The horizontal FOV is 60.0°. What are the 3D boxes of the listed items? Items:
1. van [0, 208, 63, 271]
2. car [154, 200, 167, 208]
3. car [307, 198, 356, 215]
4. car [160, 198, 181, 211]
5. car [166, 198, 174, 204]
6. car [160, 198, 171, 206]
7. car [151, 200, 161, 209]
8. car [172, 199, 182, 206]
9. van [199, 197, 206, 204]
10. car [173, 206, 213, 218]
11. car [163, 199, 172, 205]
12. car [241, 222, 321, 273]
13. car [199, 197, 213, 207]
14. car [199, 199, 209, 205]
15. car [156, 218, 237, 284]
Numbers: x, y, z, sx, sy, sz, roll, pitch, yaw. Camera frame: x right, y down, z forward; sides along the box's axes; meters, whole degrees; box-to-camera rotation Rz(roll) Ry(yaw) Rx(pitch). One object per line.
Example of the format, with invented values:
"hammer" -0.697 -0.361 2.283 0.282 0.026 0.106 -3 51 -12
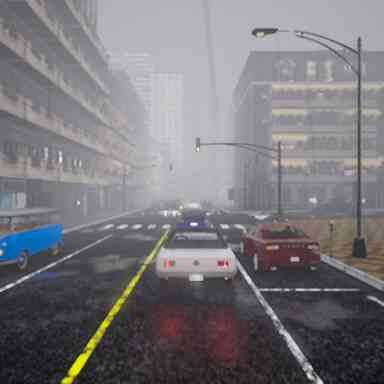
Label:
"van" -5.698 1.439 10.917 1.690 1.788 3.998 0 -1 0
"car" -5.684 2.120 59.916 1.947 1.339 4.313 0 -1 0
"car" 14.157 1.397 33.879 4.553 1.767 2.097 -1 0 1
"car" -3.083 2.009 48.723 1.994 1.385 4.181 0 -1 0
"car" -5.678 2.351 87.385 1.752 1.417 4.829 -1 -1 0
"car" -5.683 2.102 70.973 1.967 1.590 4.097 -1 -1 0
"car" -5.685 2.051 54.389 2.008 1.369 4.403 0 -1 0
"car" -2.986 2.142 68.470 1.837 1.490 4.892 0 -1 0
"van" 2.701 2.168 87.549 1.690 1.788 3.998 -1 -1 0
"car" 0.104 1.742 19.968 1.994 1.385 4.181 0 -1 0
"car" -5.681 2.299 76.499 1.802 1.307 4.206 -1 -1 0
"car" 2.684 1.642 10.912 1.887 1.381 4.507 0 -1 0
"car" 2.695 1.994 59.910 1.967 1.590 4.097 -1 -1 0
"car" 2.700 2.267 76.492 2.008 1.369 4.403 -1 -1 0
"car" 0.102 1.689 9.824 1.895 1.301 4.718 0 0 0
